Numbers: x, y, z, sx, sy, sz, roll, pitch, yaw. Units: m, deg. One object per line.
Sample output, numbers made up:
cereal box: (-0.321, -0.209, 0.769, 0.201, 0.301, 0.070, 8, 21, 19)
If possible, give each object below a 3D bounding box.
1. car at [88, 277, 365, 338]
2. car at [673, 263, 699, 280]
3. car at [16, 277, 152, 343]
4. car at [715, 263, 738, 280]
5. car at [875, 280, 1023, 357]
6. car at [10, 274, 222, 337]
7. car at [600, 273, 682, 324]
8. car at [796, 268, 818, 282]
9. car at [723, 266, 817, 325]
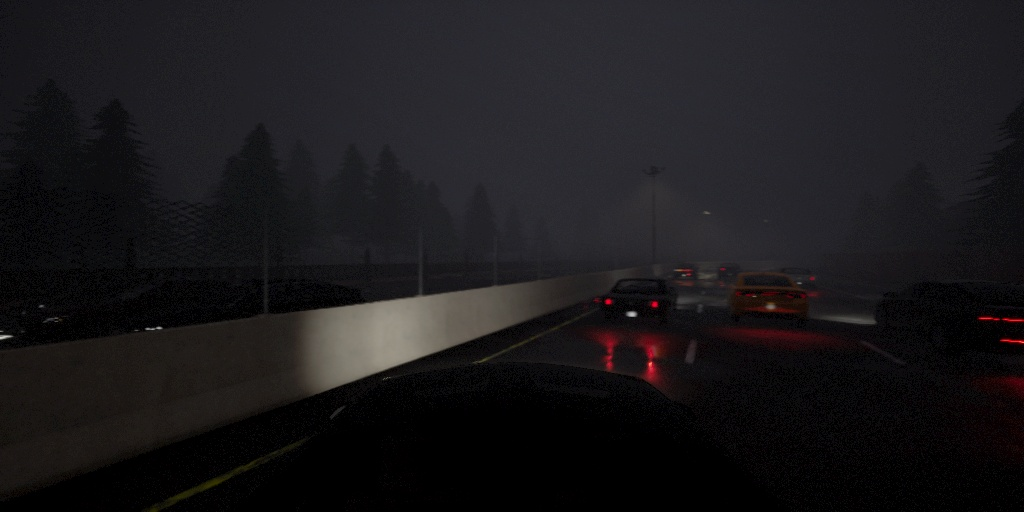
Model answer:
car: (-5.862, 1.279, 8.419, 2.128, 1.511, 4.902, 0, 0, 29)
car: (16.189, 1.418, 33.436, 1.837, 1.490, 4.892, 0, 0, 29)
car: (-9.204, 1.320, 9.609, 1.812, 1.442, 4.674, 0, 0, 29)
car: (19.805, 1.399, 32.740, 2.128, 1.511, 4.902, 0, 0, 29)
car: (10.169, 1.286, 8.070, 1.837, 1.490, 4.892, 0, 0, 29)
car: (-12.206, 1.369, 11.411, 1.994, 1.385, 4.181, 0, 0, 29)
car: (4.543, 1.406, 12.362, 1.895, 1.301, 4.718, 0, 0, 29)
car: (19.490, 1.467, 24.936, 1.895, 1.301, 4.718, 0, 0, 29)
car: (8.492, 1.280, 12.270, 1.882, 1.535, 5.008, 0, 0, 29)
